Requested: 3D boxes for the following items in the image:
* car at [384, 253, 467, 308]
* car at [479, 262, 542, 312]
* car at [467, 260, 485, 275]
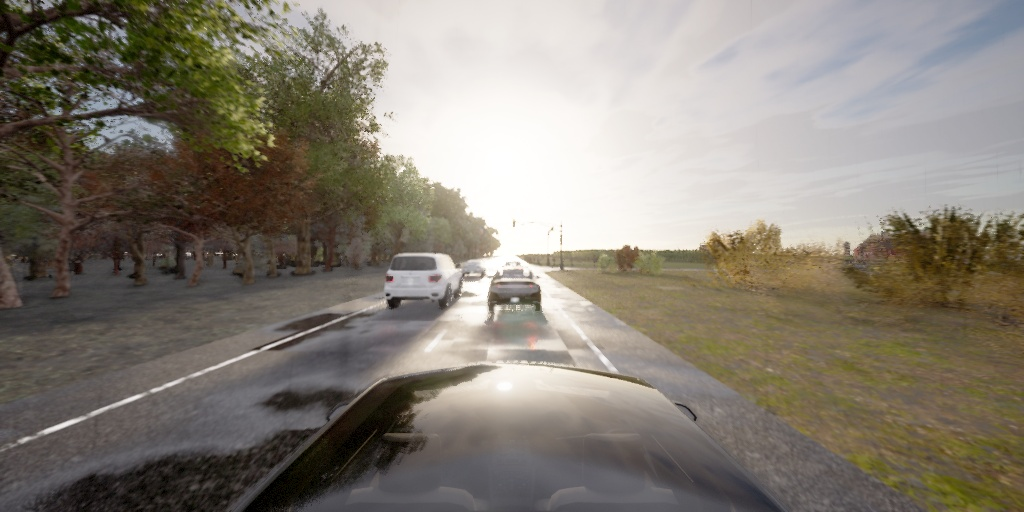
[{"bbox_3d":[-3.407,0.894,14.734,2.150,2.045,5.566,0,1,0],"label":"car"},{"bbox_3d":[0.091,1.167,13.737,2.128,1.511,4.902,0,0,0],"label":"car"},{"bbox_3d":[-3.409,1.082,32.676,1.812,1.442,4.674,0,0,0],"label":"car"}]
